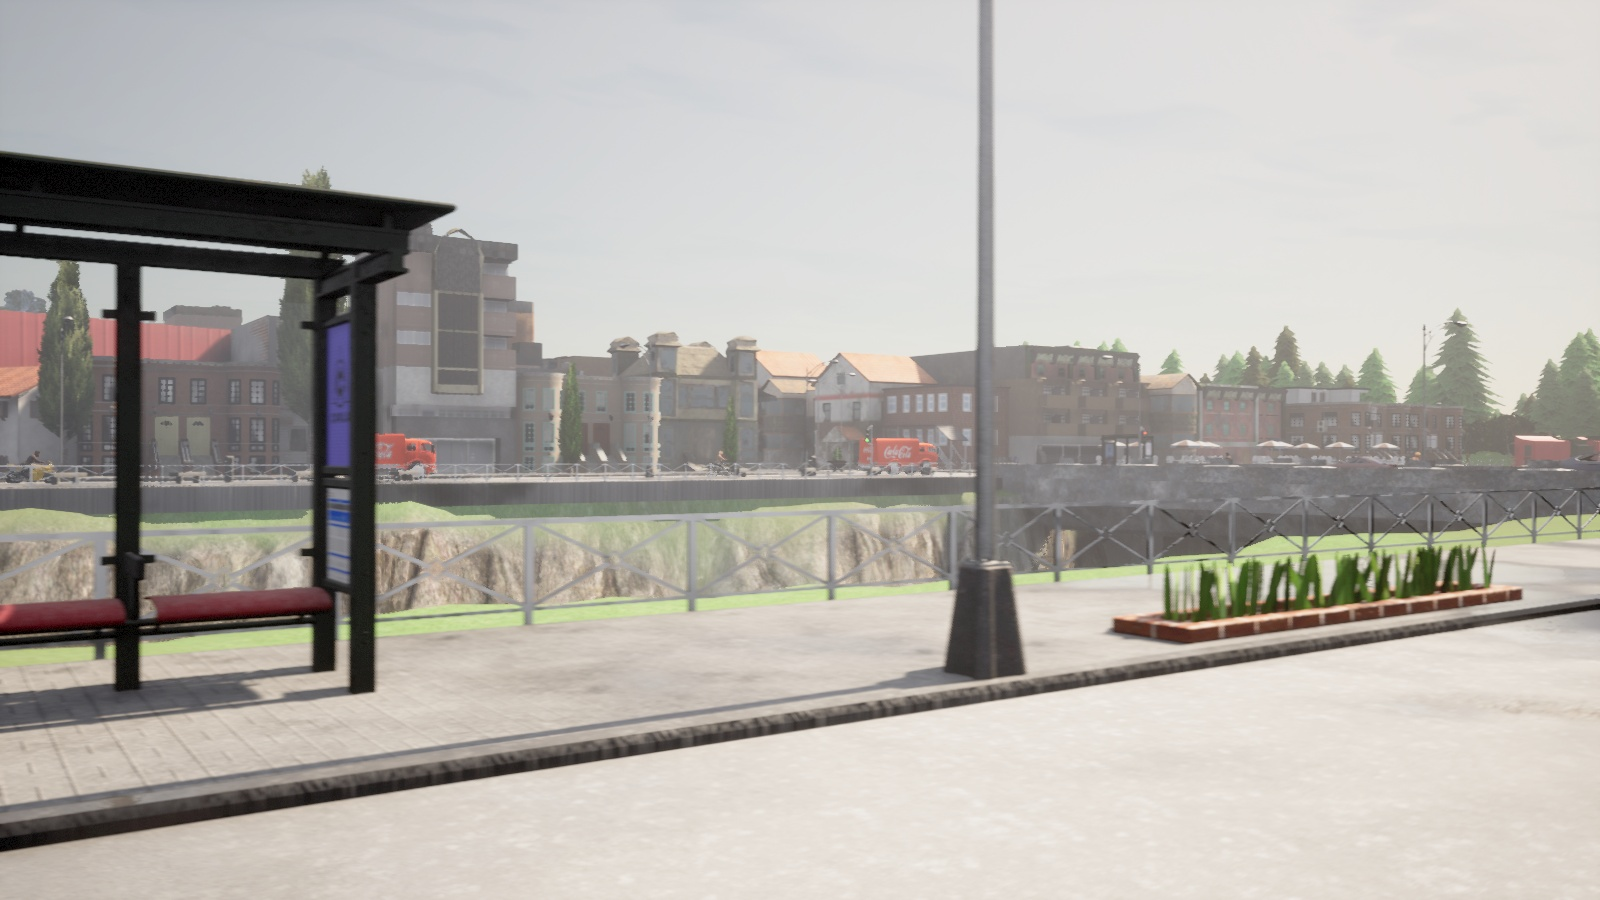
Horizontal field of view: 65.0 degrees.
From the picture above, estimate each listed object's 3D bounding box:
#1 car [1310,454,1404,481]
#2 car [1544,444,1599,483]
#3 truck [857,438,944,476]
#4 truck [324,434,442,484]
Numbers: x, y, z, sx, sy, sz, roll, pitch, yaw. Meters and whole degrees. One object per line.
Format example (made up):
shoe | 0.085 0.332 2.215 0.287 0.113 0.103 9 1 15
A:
car | 30.107 0.912 67.956 1.994 1.385 4.181 0 0 -36
car | 35.060 0.581 53.836 2.152 1.651 5.027 0 0 -35
truck | 6.714 0.449 83.864 5.204 2.467 2.627 0 0 -30
truck | -21.407 0.462 64.561 5.204 2.467 2.627 0 0 -35
